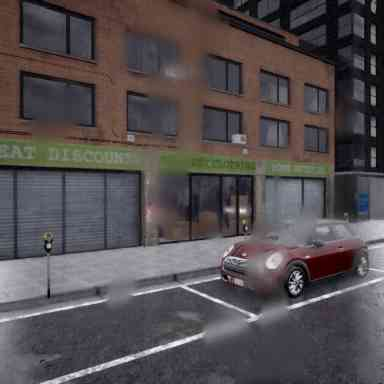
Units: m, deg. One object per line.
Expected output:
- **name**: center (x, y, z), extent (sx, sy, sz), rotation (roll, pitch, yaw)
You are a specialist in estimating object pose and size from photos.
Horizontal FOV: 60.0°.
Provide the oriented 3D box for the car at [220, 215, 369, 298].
- **car**: center (2.644, 1.440, 8.421), extent (4.097, 1.590, 1.967), rotation (0, 0, -36)
